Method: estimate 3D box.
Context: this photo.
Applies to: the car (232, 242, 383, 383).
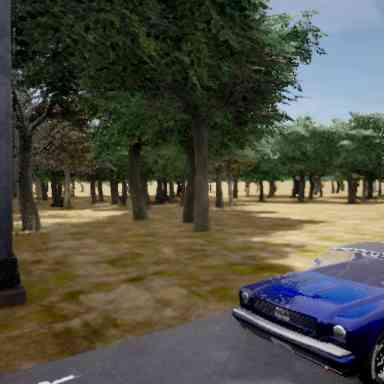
[{"bbox_3d":[2.934,1.570,5.357,4.718,1.301,1.895,0,0,-34],"label":"car"}]
